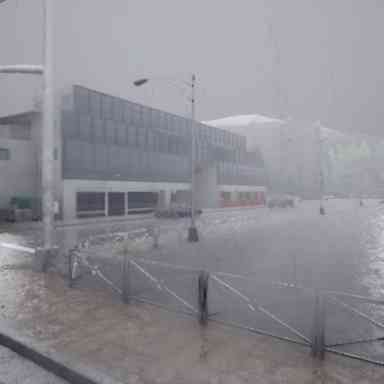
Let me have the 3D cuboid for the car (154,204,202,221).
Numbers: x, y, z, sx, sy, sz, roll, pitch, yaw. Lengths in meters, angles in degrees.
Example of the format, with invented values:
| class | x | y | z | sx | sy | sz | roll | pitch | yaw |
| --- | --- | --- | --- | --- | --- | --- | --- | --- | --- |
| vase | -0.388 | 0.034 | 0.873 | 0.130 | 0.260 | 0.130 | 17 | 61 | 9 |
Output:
| class | x | y | z | sx | sy | sz | roll | pitch | yaw |
| --- | --- | --- | --- | --- | --- | --- | --- | --- | --- |
| car | -1.132 | 1.707 | 28.331 | 1.895 | 1.301 | 4.718 | 0 | 0 | 35 |

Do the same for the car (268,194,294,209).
| class | x | y | z | sx | sy | sz | roll | pitch | yaw |
| --- | --- | --- | --- | --- | --- | --- | --- | --- | --- |
| car | 12.965 | 1.333 | 48.047 | 2.150 | 2.045 | 5.566 | 0 | 0 | 36 |
